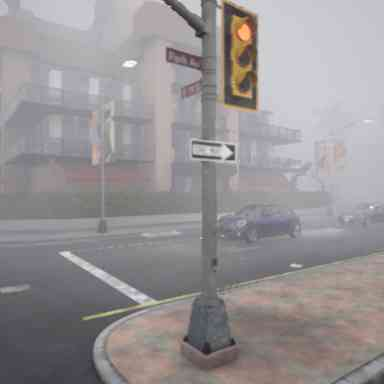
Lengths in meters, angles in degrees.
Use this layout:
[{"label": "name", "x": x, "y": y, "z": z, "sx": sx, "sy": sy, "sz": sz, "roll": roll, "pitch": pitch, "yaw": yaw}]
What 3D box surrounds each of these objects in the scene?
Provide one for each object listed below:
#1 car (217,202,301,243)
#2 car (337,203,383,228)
[{"label": "car", "x": 3.194, "y": 1.348, "z": 16.086, "sx": 4.553, "sy": 1.767, "sz": 2.097, "roll": 0, "pitch": 0, "yaw": -35}, {"label": "car", "x": 11.598, "y": 1.483, "z": 22.030, "sx": 4.902, "sy": 1.511, "sz": 2.128, "roll": 0, "pitch": 0, "yaw": -35}]
